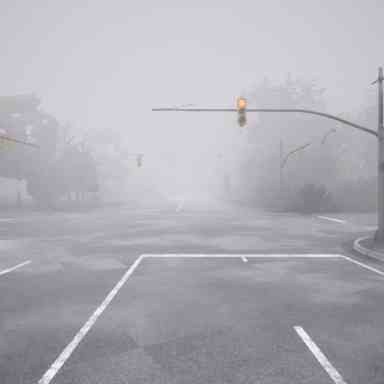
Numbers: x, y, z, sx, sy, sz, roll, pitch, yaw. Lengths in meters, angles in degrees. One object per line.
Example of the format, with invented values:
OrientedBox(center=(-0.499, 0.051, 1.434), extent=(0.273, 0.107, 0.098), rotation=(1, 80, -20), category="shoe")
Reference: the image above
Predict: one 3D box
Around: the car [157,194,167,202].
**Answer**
OrientedBox(center=(-7.000, 1.355, 78.087), extent=(2.097, 1.767, 4.553), rotation=(0, 0, 0), category="car")
